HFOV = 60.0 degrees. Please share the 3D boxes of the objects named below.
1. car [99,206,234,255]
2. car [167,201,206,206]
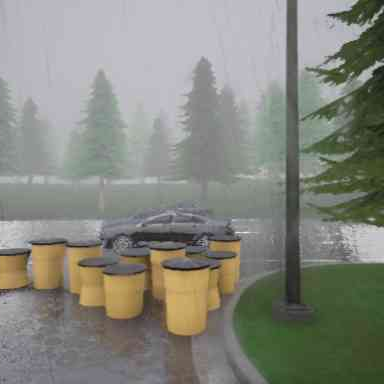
[{"bbox_3d":[-0.906,1.430,12.309,4.902,1.511,2.128,0,0,-1],"label":"car"},{"bbox_3d":[-0.953,1.390,22.811,4.892,1.490,1.837,0,0,-1],"label":"car"}]
